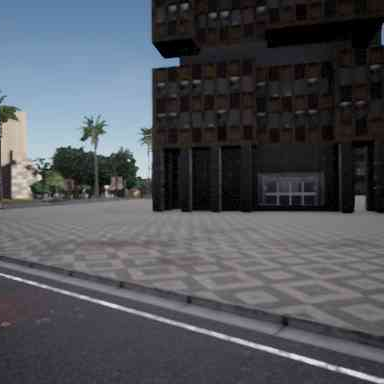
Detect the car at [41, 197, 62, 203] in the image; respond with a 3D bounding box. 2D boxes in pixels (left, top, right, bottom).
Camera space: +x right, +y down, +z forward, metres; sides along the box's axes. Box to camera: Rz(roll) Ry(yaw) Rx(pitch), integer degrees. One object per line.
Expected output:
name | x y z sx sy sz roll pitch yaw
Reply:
car | -30.764 1.711 73.137 2.033 1.411 5.357 0 0 11
